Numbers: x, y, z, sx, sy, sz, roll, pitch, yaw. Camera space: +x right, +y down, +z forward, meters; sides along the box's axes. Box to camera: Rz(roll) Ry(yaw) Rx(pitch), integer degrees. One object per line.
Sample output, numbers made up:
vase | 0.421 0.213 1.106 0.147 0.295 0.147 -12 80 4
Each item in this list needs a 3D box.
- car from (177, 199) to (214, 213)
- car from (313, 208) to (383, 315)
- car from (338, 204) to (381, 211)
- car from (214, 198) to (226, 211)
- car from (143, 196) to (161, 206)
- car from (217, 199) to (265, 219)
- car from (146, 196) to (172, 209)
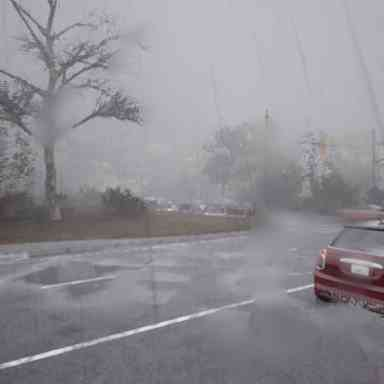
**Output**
car | 0.009 1.510 37.996 2.128 1.511 4.902 0 0 -28
car | 4.619 1.351 6.898 4.553 1.767 2.097 0 0 -35
car | 12.763 1.561 24.043 1.994 1.385 4.181 0 0 -39
car | 3.917 1.516 38.081 1.837 1.490 4.892 0 0 -29
car | -7.370 1.551 60.918 2.097 1.767 4.553 0 0 -24
car | 4.551 1.597 29.859 1.895 1.301 4.718 0 0 -29
car | -4.557 1.425 46.771 2.097 1.767 4.553 0 0 -26
